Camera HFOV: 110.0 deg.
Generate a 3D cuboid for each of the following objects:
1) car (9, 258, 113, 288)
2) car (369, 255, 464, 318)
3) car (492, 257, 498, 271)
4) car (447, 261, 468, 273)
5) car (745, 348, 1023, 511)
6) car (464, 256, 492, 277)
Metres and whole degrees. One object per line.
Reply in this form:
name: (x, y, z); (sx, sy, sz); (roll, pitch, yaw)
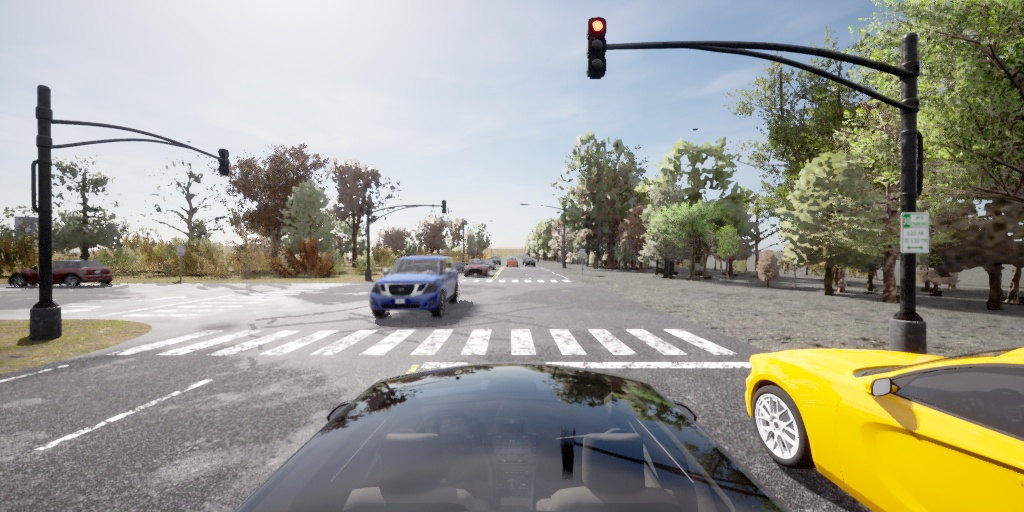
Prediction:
car: (-28.679, 1.039, 22.887); (4.553, 1.767, 2.097); (0, 0, -3)
car: (-3.347, 0.990, 13.419); (2.150, 2.045, 5.566); (0, 0, 0)
car: (-3.346, 1.277, 49.510); (1.812, 1.442, 4.674); (0, 0, 0)
car: (-6.599, 1.352, 43.670); (1.895, 1.301, 4.718); (0, 0, 0)
car: (3.363, 1.195, 1.716); (1.882, 1.535, 5.008); (0, 1, 0)
car: (-3.348, 1.103, 35.066); (2.097, 1.767, 4.553); (0, 0, 0)
